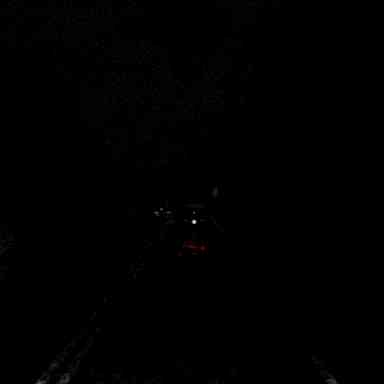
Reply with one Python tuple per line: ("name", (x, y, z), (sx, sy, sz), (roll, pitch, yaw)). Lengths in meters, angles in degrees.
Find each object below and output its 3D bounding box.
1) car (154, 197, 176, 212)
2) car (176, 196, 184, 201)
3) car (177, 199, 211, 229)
("car", (-3.265, 1.495, 38.517), (2.033, 1.411, 5.357), (0, 0, 0))
("car", (-2.931, 1.680, 78.948), (1.882, 1.535, 5.008), (0, -1, 0))
("car", (0.128, 1.405, 20.957), (1.837, 1.490, 4.892), (0, 0, 0))
